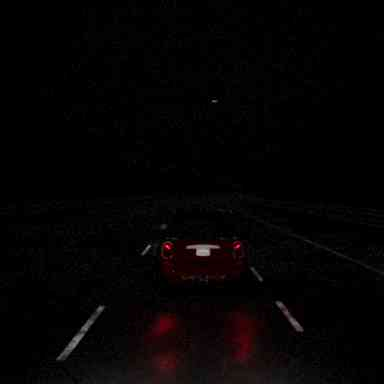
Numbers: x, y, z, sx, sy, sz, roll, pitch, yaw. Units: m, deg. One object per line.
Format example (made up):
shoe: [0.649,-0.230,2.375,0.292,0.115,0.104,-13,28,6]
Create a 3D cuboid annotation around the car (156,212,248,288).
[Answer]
car: [0.159,1.331,9.377,2.097,1.767,4.553,0,0,-2]
